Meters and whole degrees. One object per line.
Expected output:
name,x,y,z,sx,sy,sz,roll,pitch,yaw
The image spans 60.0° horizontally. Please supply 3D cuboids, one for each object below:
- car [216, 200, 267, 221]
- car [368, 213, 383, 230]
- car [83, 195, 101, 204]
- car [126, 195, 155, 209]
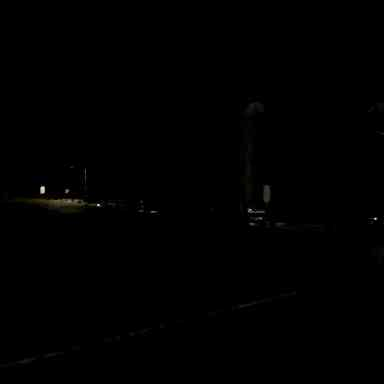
car,4.052,1.455,27.618,2.097,1.767,4.553,0,0,-36
car,14.066,1.741,21.370,4.902,1.511,2.128,1,1,27
car,-17.251,1.271,57.298,2.128,1.511,4.902,0,0,-36
car,-6.558,1.282,42.326,2.097,1.767,4.553,0,0,-36
